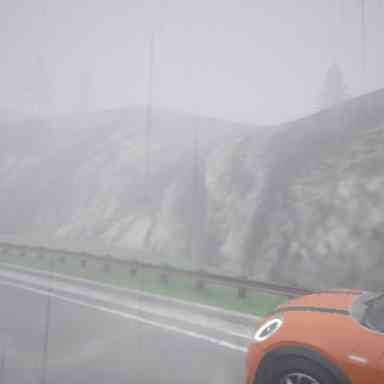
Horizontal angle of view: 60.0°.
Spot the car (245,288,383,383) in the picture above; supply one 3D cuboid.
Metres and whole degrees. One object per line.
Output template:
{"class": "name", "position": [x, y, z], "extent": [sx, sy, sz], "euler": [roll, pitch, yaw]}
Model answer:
{"class": "car", "position": [2.808, 1.531, 3.186], "extent": [4.553, 1.767, 2.097], "euler": [-1, -3, 37]}
